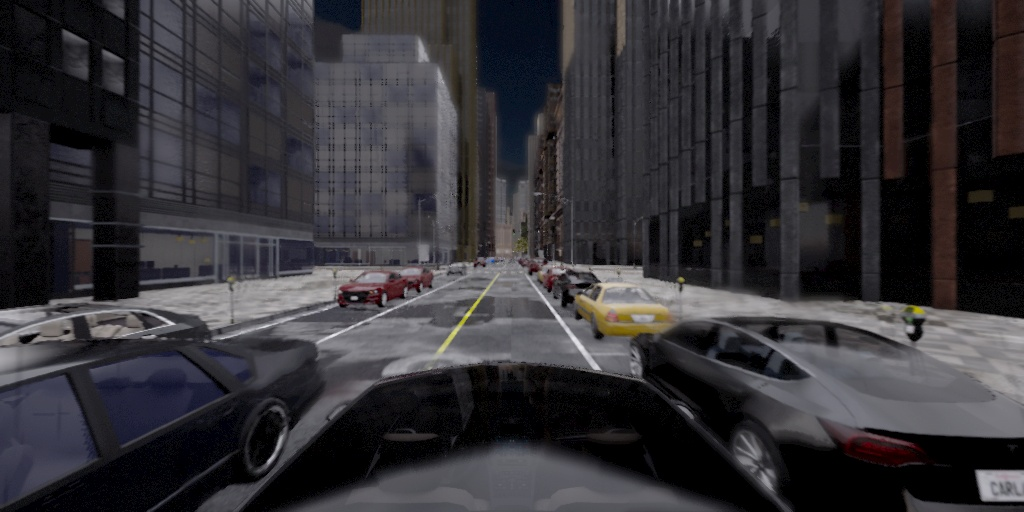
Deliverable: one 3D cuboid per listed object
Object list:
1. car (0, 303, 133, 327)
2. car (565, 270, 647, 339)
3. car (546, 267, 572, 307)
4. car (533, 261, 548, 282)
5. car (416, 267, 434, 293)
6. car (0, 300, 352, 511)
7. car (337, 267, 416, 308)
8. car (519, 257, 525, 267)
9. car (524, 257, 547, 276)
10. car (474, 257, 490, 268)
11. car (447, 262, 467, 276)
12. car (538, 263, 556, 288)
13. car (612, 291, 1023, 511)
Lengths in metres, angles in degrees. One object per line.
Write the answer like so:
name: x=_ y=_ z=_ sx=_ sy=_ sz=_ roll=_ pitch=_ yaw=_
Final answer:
car: x=-5.762 y=1.301 z=4.059 sx=2.007 sy=1.370 sz=4.403 roll=0 pitch=0 yaw=0
car: x=2.763 y=1.279 z=9.882 sx=1.751 sy=1.417 sz=4.829 roll=0 pitch=0 yaw=0
car: x=2.763 y=1.322 z=15.349 sx=1.948 sy=1.339 sz=4.313 roll=0 pitch=0 yaw=0
car: x=2.763 y=1.291 z=26.792 sx=1.751 sy=1.417 sz=4.829 roll=0 pitch=0 yaw=0
car: x=-5.762 y=1.306 z=20.967 sx=1.888 sy=1.381 sz=4.507 roll=0 pitch=0 yaw=0
car: x=-3.099 y=1.298 z=1.918 sx=2.033 sy=1.411 sz=5.357 roll=0 pitch=0 yaw=0
car: x=-5.762 y=1.302 z=15.331 sx=1.888 sy=1.381 sz=4.507 roll=0 pitch=0 yaw=0
car: x=2.763 y=1.388 z=64.748 sx=1.802 sy=1.307 sz=4.207 roll=0 pitch=0 yaw=0
car: x=2.763 y=1.090 z=37.895 sx=2.192 sy=1.841 sz=5.009 roll=0 pitch=0 yaw=0
car: x=-5.762 y=1.121 z=64.729 sx=2.192 sy=1.841 sz=5.009 roll=0 pitch=0 yaw=0
car: x=-5.762 y=1.326 z=37.875 sx=2.007 sy=1.370 sz=4.403 roll=0 pitch=0 yaw=0
car: x=2.763 y=1.306 z=20.985 sx=1.888 sy=1.381 sz=4.507 roll=0 pitch=0 yaw=0
car: x=2.763 y=1.317 z=4.076 sx=1.948 sy=1.339 sz=4.313 roll=0 pitch=0 yaw=0
